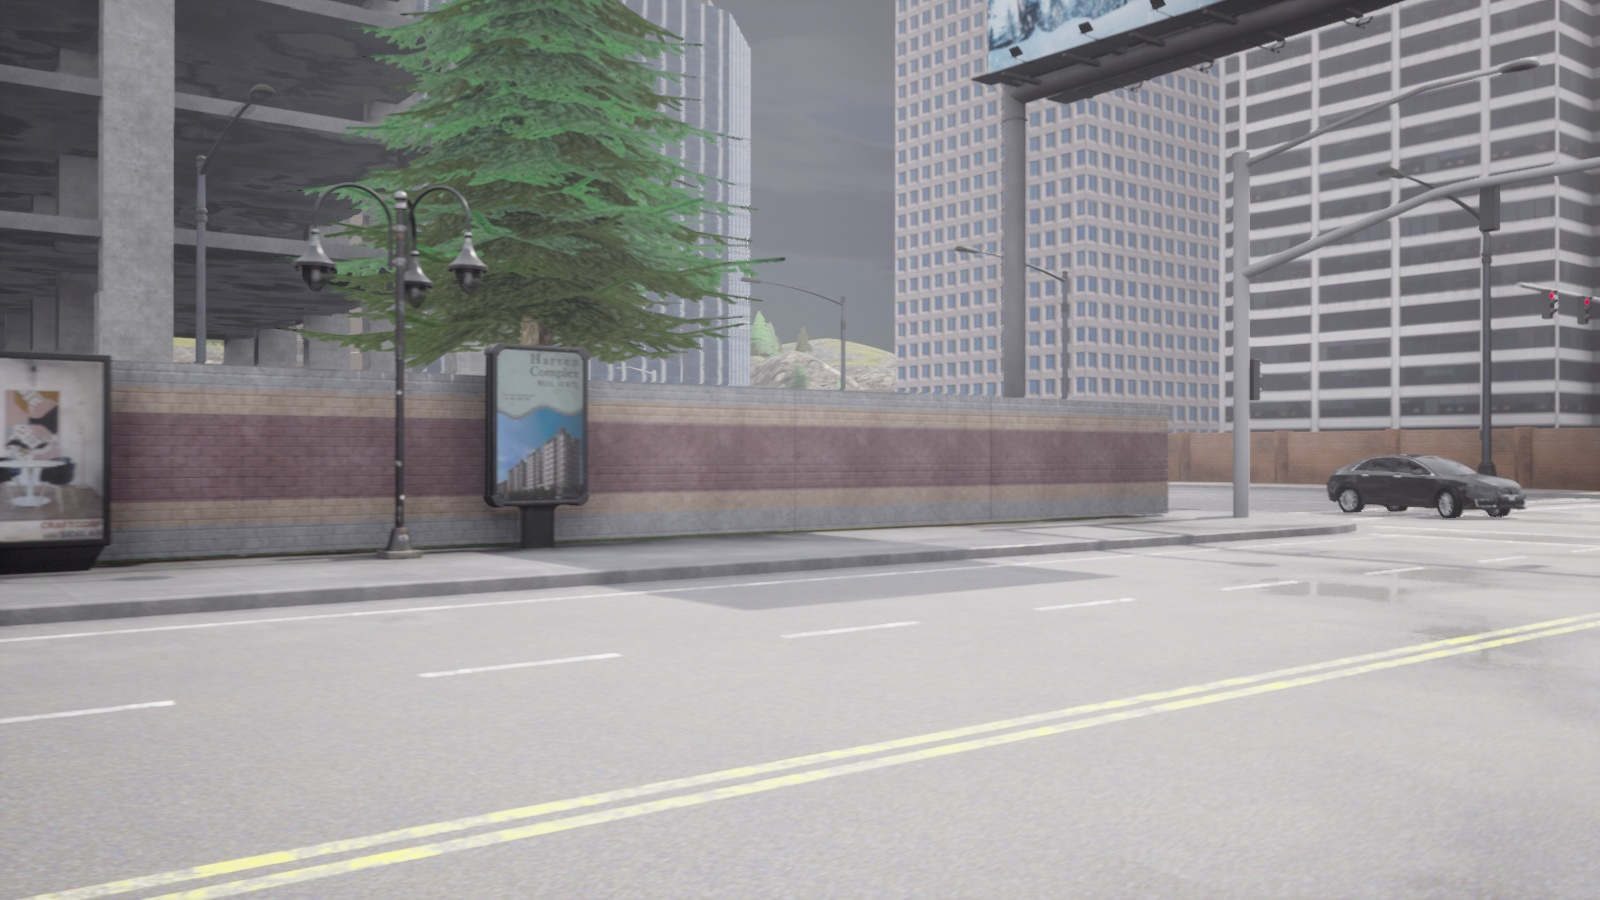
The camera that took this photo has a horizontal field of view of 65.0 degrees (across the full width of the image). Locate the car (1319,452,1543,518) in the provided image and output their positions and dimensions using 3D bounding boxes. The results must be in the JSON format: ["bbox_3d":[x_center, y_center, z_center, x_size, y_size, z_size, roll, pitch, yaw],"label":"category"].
[{"bbox_3d":[15.314,0.800,30.812,1.837,1.490,4.892,1,0,-23],"label":"car"}]
